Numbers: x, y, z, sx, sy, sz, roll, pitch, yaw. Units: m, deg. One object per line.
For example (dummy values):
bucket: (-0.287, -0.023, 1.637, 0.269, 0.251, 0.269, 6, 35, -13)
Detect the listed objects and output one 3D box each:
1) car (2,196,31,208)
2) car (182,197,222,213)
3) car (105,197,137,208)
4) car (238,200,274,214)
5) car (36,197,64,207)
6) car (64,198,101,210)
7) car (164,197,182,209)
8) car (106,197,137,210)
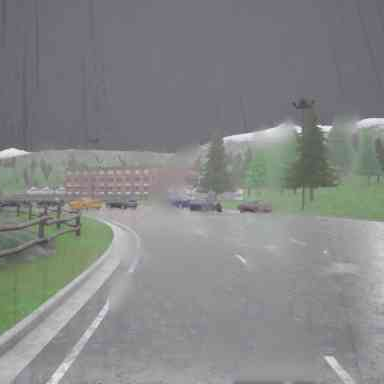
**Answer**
car: (-25.603, 1.352, 48.256, 4.553, 1.767, 2.097, 0, 0, 20)
car: (1.272, 1.352, 36.674, 2.097, 1.767, 4.553, 0, 0, -33)
car: (-10.364, 1.505, 48.273, 4.892, 1.490, 1.837, 0, 0, 37)
car: (6.646, 1.564, 34.890, 1.994, 1.385, 4.181, 0, 0, -30)
car: (-21.360, 1.526, 50.283, 4.674, 1.442, 1.812, 0, 0, 24)
car: (-13.565, 1.478, 41.838, 5.008, 1.535, 1.882, 0, 0, 37)
car: (-1.782, 1.478, 45.638, 1.882, 1.535, 5.008, 0, 0, -43)
car: (-9.064, 1.491, 42.649, 4.902, 1.511, 2.128, 0, 0, 41)
